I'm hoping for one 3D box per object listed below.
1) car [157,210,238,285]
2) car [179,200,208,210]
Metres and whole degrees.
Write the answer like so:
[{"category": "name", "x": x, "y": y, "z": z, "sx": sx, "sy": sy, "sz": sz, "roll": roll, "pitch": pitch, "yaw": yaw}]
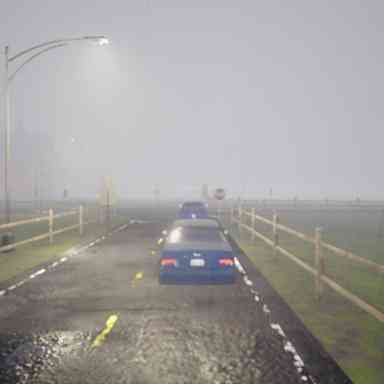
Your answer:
[{"category": "car", "x": 0.099, "y": 1.478, "z": 9.344, "sx": 2.033, "sy": 1.411, "sz": 5.357, "roll": 0, "pitch": 0, "yaw": 0}, {"category": "car", "x": 0.090, "y": 1.309, "z": 23.207, "sx": 1.882, "sy": 1.535, "sz": 5.008, "roll": 0, "pitch": 0, "yaw": 0}]
